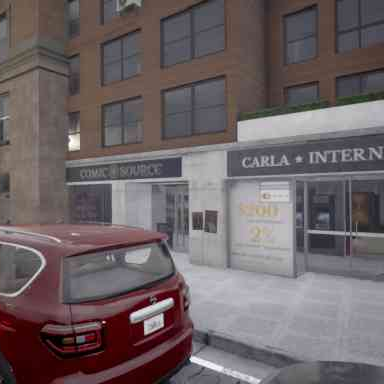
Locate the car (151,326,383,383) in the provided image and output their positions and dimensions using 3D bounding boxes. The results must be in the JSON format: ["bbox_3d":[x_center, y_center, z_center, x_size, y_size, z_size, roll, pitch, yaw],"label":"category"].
[{"bbox_3d":[2.165,1.550,1.315,4.403,1.369,2.008,0,-1,35],"label":"car"}]

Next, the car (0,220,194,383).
[{"bbox_3d":[-2.300,1.319,4.495,5.009,1.841,2.192,0,-1,35],"label":"car"}]
